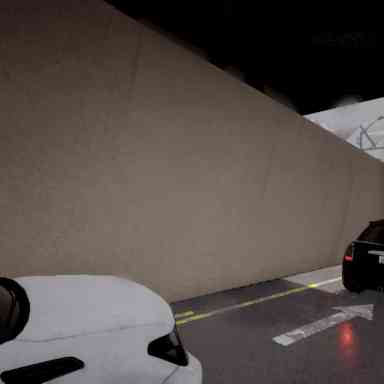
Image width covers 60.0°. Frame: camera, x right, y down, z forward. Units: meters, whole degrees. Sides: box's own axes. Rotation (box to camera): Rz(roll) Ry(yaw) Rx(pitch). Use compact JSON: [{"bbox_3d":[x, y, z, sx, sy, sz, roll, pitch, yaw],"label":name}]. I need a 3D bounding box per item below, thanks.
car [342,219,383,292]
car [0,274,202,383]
[{"bbox_3d":[5.521,1.352,7.702,4.553,1.767,2.097,0,0,-36],"label":"car"},{"bbox_3d":[-2.573,1.221,1.953,5.566,2.045,2.150,0,0,-35],"label":"car"}]
